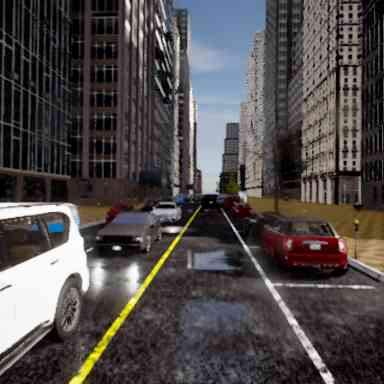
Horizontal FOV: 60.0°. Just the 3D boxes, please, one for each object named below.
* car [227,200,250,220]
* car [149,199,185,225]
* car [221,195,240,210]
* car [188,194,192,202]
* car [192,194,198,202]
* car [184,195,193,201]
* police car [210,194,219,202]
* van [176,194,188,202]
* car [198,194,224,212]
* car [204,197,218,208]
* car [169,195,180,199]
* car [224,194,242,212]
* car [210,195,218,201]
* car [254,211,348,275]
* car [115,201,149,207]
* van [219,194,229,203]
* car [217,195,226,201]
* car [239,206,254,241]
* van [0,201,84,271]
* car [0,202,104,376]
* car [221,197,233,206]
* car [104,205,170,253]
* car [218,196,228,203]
[{"bbox_3d":[4.200,1.600,27.762,1.802,1.307,4.206,1,0,3],"label":"car"},{"bbox_3d":[-1.802,1.474,24.077,1.812,1.442,4.674,1,0,4],"label":"car"},{"bbox_3d":[5.166,1.325,44.801,2.192,1.841,5.009,1,0,3],"label":"car"},{"bbox_3d":[-1.604,1.460,73.694,1.947,1.339,4.313,1,0,3],"label":"car"},{"bbox_3d":[1.112,1.405,74.184,1.812,1.442,4.674,1,0,3],"label":"car"},{"bbox_3d":[-0.964,1.441,85.053,2.008,1.369,4.403,1,0,3],"label":"car"},{"bbox_3d":[5.311,1.399,79.349,1.930,1.638,5.238,1,0,3],"label":"police car"},{"bbox_3d":[-2.239,1.240,62.332,1.690,1.788,3.998,1,0,3],"label":"van"},{"bbox_3d":[2.179,1.203,37.994,2.150,2.045,5.566,1,0,3],"label":"car"},{"bbox_3d":[2.804,1.524,49.146,2.033,1.411,5.357,1,0,3],"label":"car"},{"bbox_3d":[-3.205,1.472,45.293,1.947,1.339,4.313,1,0,3],"label":"car"},{"bbox_3d":[4.846,1.328,39.121,2.192,1.841,5.009,1,0,3],"label":"car"},{"bbox_3d":[5.866,1.476,89.225,1.837,1.490,4.892,1,0,3],"label":"car"},{"bbox_3d":[3.364,1.469,10.717,1.967,1.590,4.097,1,0,3],"label":"car"},{"bbox_3d":[-4.494,1.462,22.574,1.887,1.381,4.507,1,0,3],"label":"car"},{"bbox_3d":[6.446,1.341,67.521,1.690,1.788,3.998,1,0,3],"label":"van"},{"bbox_3d":[7.402,1.545,84.561,2.008,1.369,4.403,1,0,3],"label":"car"},{"bbox_3d":[3.626,1.591,16.399,1.947,1.339,4.313,1,0,3],"label":"car"},{"bbox_3d":[-5.242,1.263,11.221,1.690,1.788,3.998,1,0,3],"label":"van"},{"bbox_3d":[-2.963,1.181,3.582,2.150,2.045,5.566,1,0,3],"label":"car"},{"bbox_3d":[5.812,1.530,56.331,1.752,1.417,4.829,1,0,3],"label":"car"},{"bbox_3d":[-2.391,1.501,13.845,2.033,1.411,5.357,1,0,3],"label":"car"},{"bbox_3d":[6.762,1.549,73.201,2.008,1.369,4.403,1,0,3],"label":"car"}]
